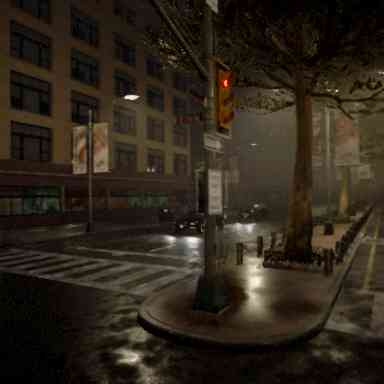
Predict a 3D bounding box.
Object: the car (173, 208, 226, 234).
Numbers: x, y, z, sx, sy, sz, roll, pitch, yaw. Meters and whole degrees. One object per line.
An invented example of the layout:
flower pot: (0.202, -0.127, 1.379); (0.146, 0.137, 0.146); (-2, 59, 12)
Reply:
car: (0.599, 1.779, 21.486); (1.837, 1.490, 4.892); (-1, -1, 30)

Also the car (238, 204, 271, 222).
car: (5.757, 1.818, 30.384); (2.128, 1.511, 4.902); (-1, -1, 30)
